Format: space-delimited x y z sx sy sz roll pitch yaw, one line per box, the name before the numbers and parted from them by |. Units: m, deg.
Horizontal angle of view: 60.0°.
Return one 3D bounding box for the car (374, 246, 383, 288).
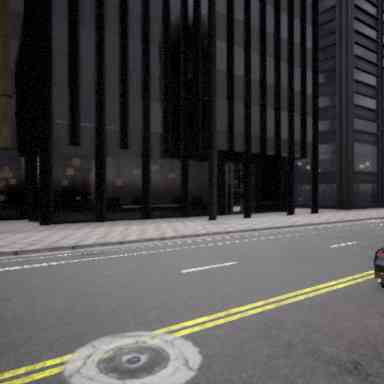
car | 6.149 1.495 7.825 4.892 1.490 1.837 0 0 -36
